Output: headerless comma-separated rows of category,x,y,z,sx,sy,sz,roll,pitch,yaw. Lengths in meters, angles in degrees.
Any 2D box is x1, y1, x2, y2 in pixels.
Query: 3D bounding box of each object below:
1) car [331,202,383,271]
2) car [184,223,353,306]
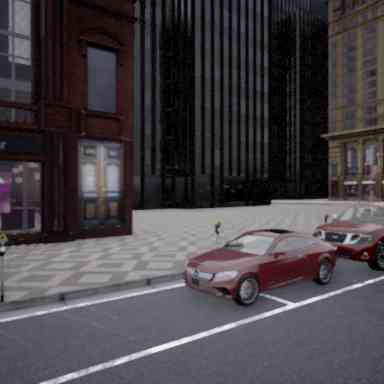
car,6.093,1.283,10.991,5.009,1.841,2.192,0,0,-35
car,1.778,1.566,7.914,4.206,1.307,1.802,0,0,-35
